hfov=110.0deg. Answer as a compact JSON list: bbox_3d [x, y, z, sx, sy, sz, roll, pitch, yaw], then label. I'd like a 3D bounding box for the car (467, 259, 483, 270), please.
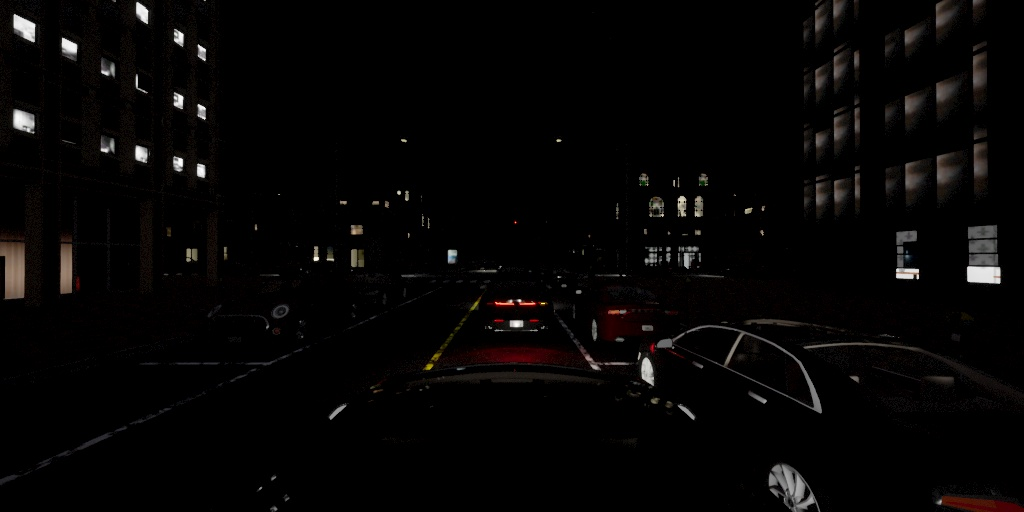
[{"bbox_3d":[-5.693,1.338,53.132,1.802,1.307,4.207,0,0,0],"label":"car"}]

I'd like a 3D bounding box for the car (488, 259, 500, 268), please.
[{"bbox_3d":[-3.069,1.263,63.214,1.837,1.490,4.892,0,0,0],"label":"car"}]

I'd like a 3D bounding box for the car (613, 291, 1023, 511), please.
[{"bbox_3d":[2.691,1.301,3.653,2.007,1.370,4.403,0,0,0],"label":"car"}]

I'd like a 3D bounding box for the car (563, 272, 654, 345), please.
[{"bbox_3d":[2.690,1.296,9.345,1.888,1.381,4.507,0,0,0],"label":"car"}]

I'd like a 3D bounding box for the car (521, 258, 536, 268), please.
[{"bbox_3d":[2.687,1.322,53.119,1.948,1.339,4.313,0,0,0],"label":"car"}]

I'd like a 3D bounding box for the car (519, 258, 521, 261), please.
[{"bbox_3d":[2.687,1.340,64.161,1.802,1.307,4.207,0,0,0],"label":"car"}]

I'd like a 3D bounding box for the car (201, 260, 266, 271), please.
[{"bbox_3d":[-25.417,1.177,33.130,4.403,1.370,2.007,0,0,1],"label":"car"}]

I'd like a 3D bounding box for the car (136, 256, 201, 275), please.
[{"bbox_3d":[-30.953,0.917,33.215,5.009,1.841,2.192,0,0,1],"label":"car"}]

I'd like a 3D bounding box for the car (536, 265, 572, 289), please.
[{"bbox_3d":[2.690,1.302,20.729,2.007,1.370,4.403,0,0,0],"label":"car"}]

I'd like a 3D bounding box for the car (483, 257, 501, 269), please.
[{"bbox_3d":[-3.087,1.234,53.804,1.882,1.535,5.008,0,0,1],"label":"car"}]

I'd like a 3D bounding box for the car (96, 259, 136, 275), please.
[{"bbox_3d":[-36.490,1.130,33.300,4.403,1.370,2.007,0,0,1],"label":"car"}]

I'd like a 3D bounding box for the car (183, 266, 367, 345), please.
[{"bbox_3d":[-5.690,1.190,9.361,1.967,1.591,4.097,0,0,0],"label":"car"}]

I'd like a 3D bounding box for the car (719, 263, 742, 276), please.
[{"bbox_3d":[24.624,1.413,38.160,4.674,1.442,1.812,0,0,1],"label":"car"}]

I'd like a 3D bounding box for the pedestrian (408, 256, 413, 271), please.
[{"bbox_3d":[-12.554,0.885,44.265,0.375,1.860,0.375,0,-1,1],"label":"pedestrian"}]

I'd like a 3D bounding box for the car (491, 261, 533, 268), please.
[{"bbox_3d":[0.095,1.230,20.552,1.882,1.535,5.008,0,0,2],"label":"car"}]

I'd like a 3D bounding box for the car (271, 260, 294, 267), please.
[{"bbox_3d":[-25.456,1.197,41.512,4.829,1.417,1.751,0,0,1],"label":"car"}]

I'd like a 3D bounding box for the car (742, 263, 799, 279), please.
[{"bbox_3d":[23.641,1.433,32.343,4.207,1.307,1.802,0,0,1],"label":"car"}]

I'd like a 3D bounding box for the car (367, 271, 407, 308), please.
[{"bbox_3d":[-5.691,1.302,15.053,2.007,1.370,4.403,0,0,0],"label":"car"}]

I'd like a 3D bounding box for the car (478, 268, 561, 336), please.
[{"bbox_3d":[0.100,1.255,10.363,1.837,1.490,4.892,0,0,0],"label":"car"}]

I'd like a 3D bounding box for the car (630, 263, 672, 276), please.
[{"bbox_3d":[14.809,1.403,38.306,4.181,1.385,1.994,0,0,1],"label":"car"}]

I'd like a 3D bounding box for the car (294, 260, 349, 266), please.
[{"bbox_3d":[-18.334,1.162,35.616,4.902,1.511,2.128,0,0,1],"label":"car"}]
